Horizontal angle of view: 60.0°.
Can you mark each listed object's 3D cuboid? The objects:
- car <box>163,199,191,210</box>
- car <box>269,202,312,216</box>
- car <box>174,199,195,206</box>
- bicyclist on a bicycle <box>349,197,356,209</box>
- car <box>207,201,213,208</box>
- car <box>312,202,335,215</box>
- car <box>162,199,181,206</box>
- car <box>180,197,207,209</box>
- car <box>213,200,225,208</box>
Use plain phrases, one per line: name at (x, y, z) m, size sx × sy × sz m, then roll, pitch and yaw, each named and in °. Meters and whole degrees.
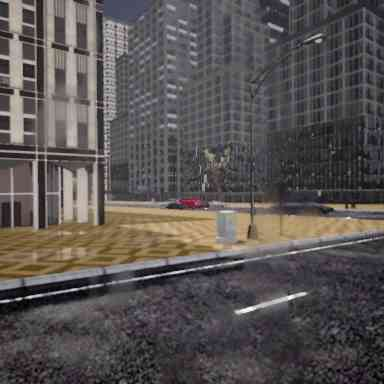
car at (-2.641, 2.297, 56.265) m, size 1.994 × 1.385 × 4.181 m, roll -1°, pitch -1°, yaw -35°
car at (10.738, 1.931, 37.302) m, size 1.994 × 1.385 × 4.181 m, roll -1°, pitch 0°, yaw -35°
car at (-1.641, 2.184, 71.821) m, size 2.128 × 1.511 × 4.902 m, roll -1°, pitch -1°, yaw -35°
bicyclist on a bicycle at (22.075, 1.534, 45.688) m, size 1.656 × 1.620 × 0.582 m, roll -1°, pitch 0°, yaw -35°
car at (1.387, 2.268, 62.022) m, size 1.994 × 1.385 × 4.181 m, roll -1°, pitch -1°, yaw -35°
car at (13.729, 1.873, 38.701) m, size 2.033 × 1.411 × 5.357 m, roll -1°, pitch 0°, yaw -35°
car at (-4.293, 2.215, 69.942) m, size 1.812 × 1.442 × 4.674 m, roll -1°, pitch -1°, yaw -35°
car at (-0.350, 1.933, 58.661) m, size 2.150 × 2.045 × 5.566 m, roll -1°, pitch -1°, yaw -35°
car at (4.124, 2.270, 63.684) m, size 1.895 × 1.301 × 4.718 m, roll -1°, pitch -1°, yaw -35°
